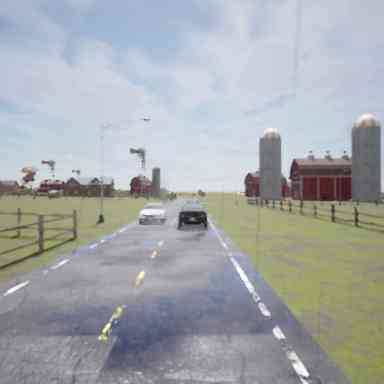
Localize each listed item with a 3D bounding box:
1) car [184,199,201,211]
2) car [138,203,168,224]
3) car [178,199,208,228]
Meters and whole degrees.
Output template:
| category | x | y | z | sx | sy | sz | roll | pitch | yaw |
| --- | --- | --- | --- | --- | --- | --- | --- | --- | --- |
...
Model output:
| category | x | y | z | sx | sy | sz | roll | pitch | yaw |
| --- | --- | --- | --- | --- | --- | --- | --- | --- | --- |
| car | 0.089 | 1.610 | 41.954 | 1.994 | 1.385 | 4.181 | 0 | 0 | 0 |
| car | -2.829 | 1.552 | 25.017 | 1.812 | 1.442 | 4.674 | 0 | 0 | 0 |
| car | 0.058 | 1.501 | 22.606 | 1.882 | 1.535 | 5.008 | 0 | 0 | 0 |
